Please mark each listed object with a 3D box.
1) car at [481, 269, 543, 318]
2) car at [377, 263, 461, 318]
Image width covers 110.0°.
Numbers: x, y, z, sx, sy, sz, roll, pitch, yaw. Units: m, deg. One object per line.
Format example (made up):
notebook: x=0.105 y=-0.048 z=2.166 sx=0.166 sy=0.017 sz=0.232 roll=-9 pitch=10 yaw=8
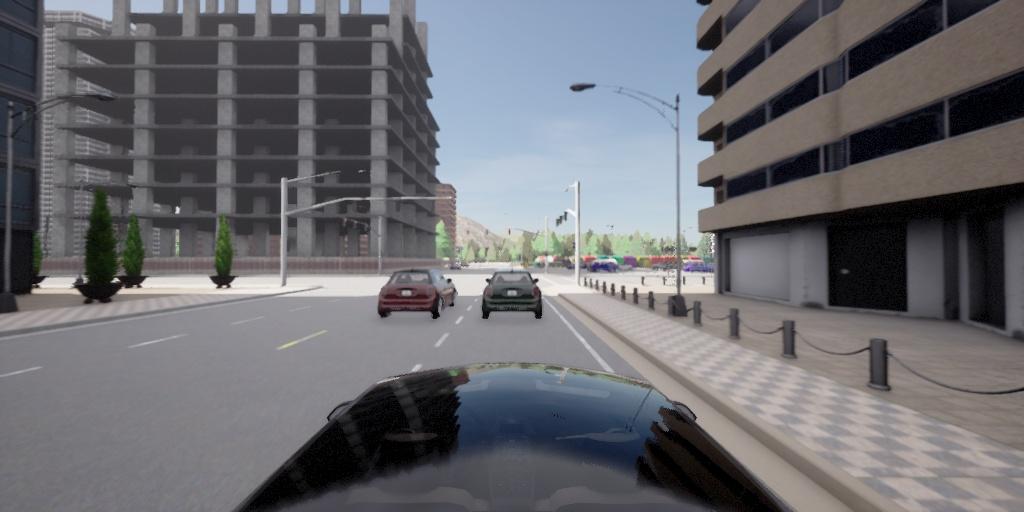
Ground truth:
car: x=0.013 y=1.271 z=14.008 sx=2.097 sy=1.767 sz=4.553 roll=0 pitch=-1 yaw=0
car: x=-3.487 y=1.271 z=14.002 sx=2.097 sy=1.767 sz=4.553 roll=0 pitch=-1 yaw=0
